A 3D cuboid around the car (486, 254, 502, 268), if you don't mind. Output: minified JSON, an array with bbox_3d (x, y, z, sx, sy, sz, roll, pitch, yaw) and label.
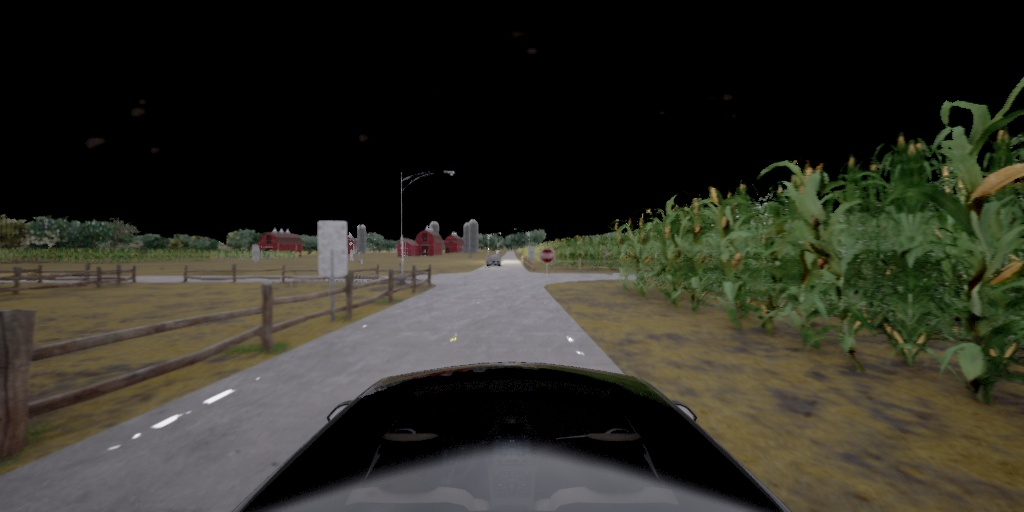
[{"bbox_3d":[-2.727,0.757,54.132,2.150,2.045,5.566,0,2,0],"label":"car"}]
